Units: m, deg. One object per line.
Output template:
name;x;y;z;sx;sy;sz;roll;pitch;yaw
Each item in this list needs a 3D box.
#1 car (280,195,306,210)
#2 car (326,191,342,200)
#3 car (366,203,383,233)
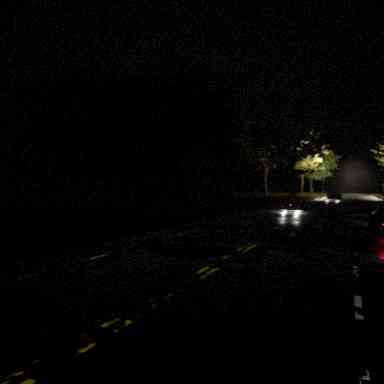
car;10.082;1.006;32.917;1.994;1.385;4.181;2;1;26
car;24.577;0.580;57.448;1.882;1.535;5.008;2;2;32
car;10.387;1.305;17.378;1.837;1.490;4.892;2;1;25
